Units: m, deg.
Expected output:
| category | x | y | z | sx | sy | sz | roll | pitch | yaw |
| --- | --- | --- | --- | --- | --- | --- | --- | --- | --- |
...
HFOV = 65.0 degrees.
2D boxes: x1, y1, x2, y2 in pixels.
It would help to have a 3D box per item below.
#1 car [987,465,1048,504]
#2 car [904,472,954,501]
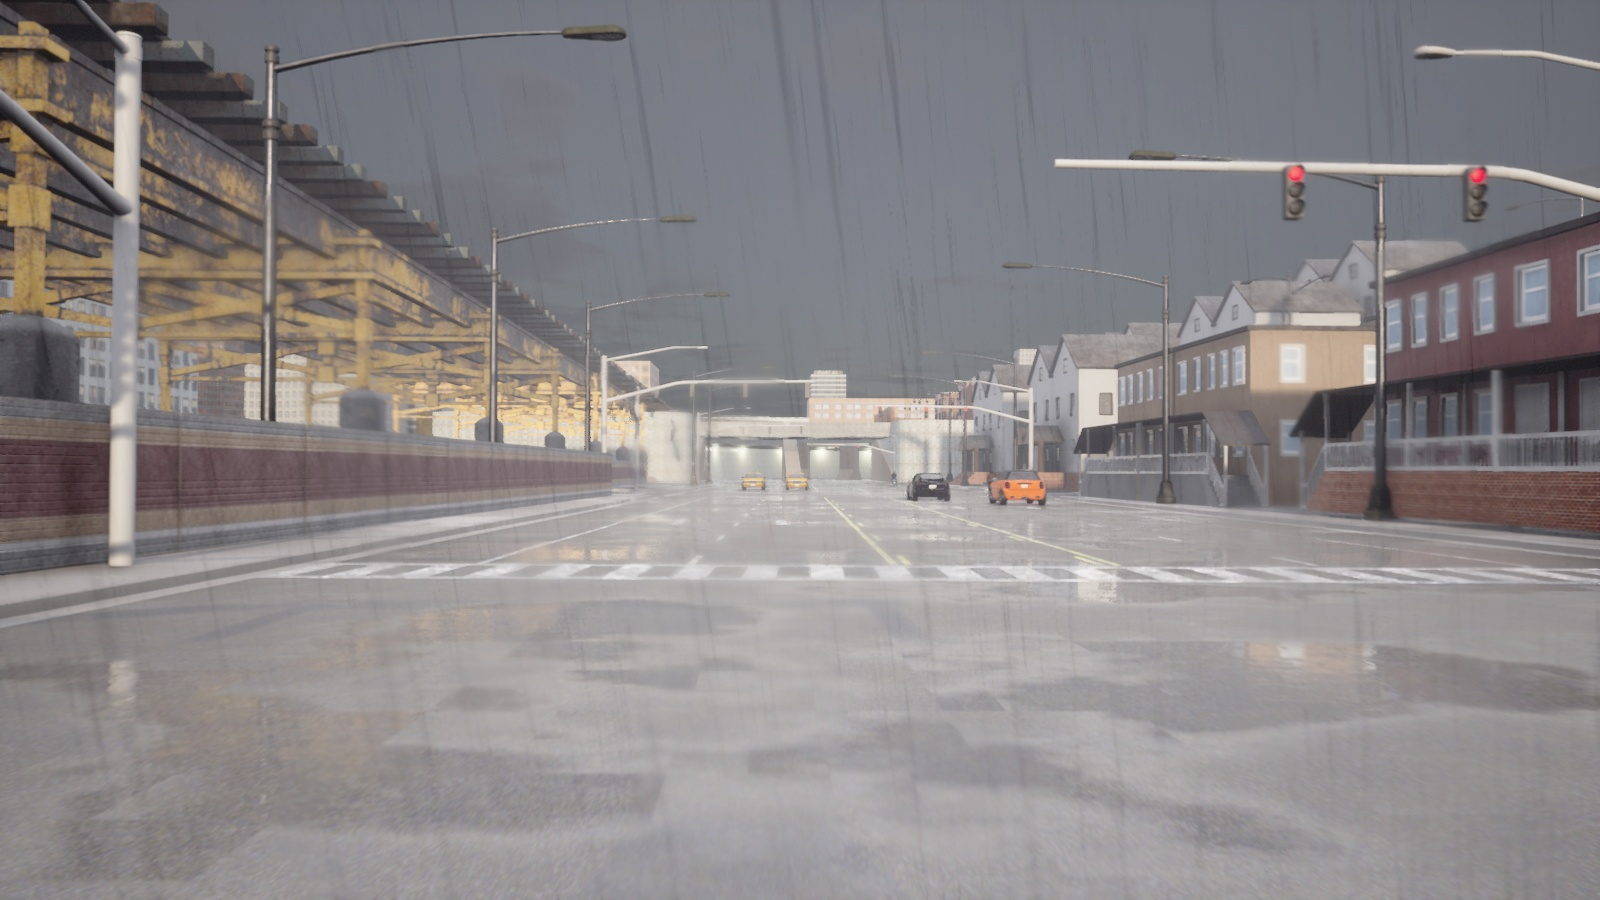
| category | x | y | z | sx | sy | sz | roll | pitch | yaw |
| --- | --- | --- | --- | --- | --- | --- | --- | --- | --- |
| car | 10.365 | 1.639 | 60.190 | 2.097 | 1.767 | 4.553 | 0 | -1 | 0 |
| car | 6.849 | 1.910 | 67.082 | 2.163 | 1.488 | 4.792 | 0 | -1 | 0 |
